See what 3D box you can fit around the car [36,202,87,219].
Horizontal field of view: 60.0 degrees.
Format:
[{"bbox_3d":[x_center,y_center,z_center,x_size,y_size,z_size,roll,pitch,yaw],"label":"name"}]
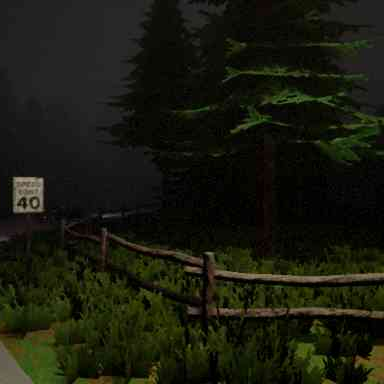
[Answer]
[{"bbox_3d":[-9.464,1.495,24.626,2.128,1.511,4.902,0,0,9],"label":"car"}]
